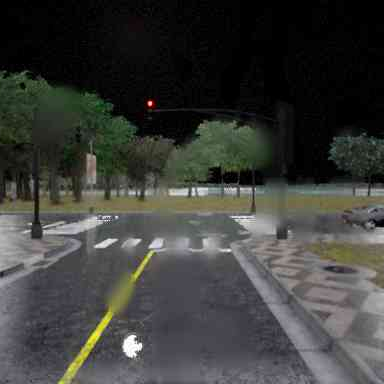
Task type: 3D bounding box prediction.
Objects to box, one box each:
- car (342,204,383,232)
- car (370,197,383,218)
[{"bbox_3d":[11.523,1.515,19.793,4.902,1.511,2.128,0,0,0],"label":"car"},{"bbox_3d":[18.654,1.328,29.610,4.553,1.767,2.097,0,0,0],"label":"car"}]
